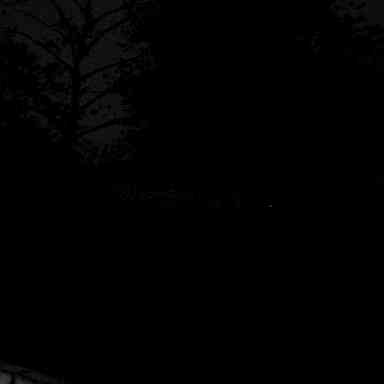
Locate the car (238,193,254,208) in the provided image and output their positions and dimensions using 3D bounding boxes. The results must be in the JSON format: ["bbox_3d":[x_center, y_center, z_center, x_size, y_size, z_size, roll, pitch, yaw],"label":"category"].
[{"bbox_3d":[7.327,1.064,37.611,2.033,1.411,5.357,0,1,31],"label":"car"}]
